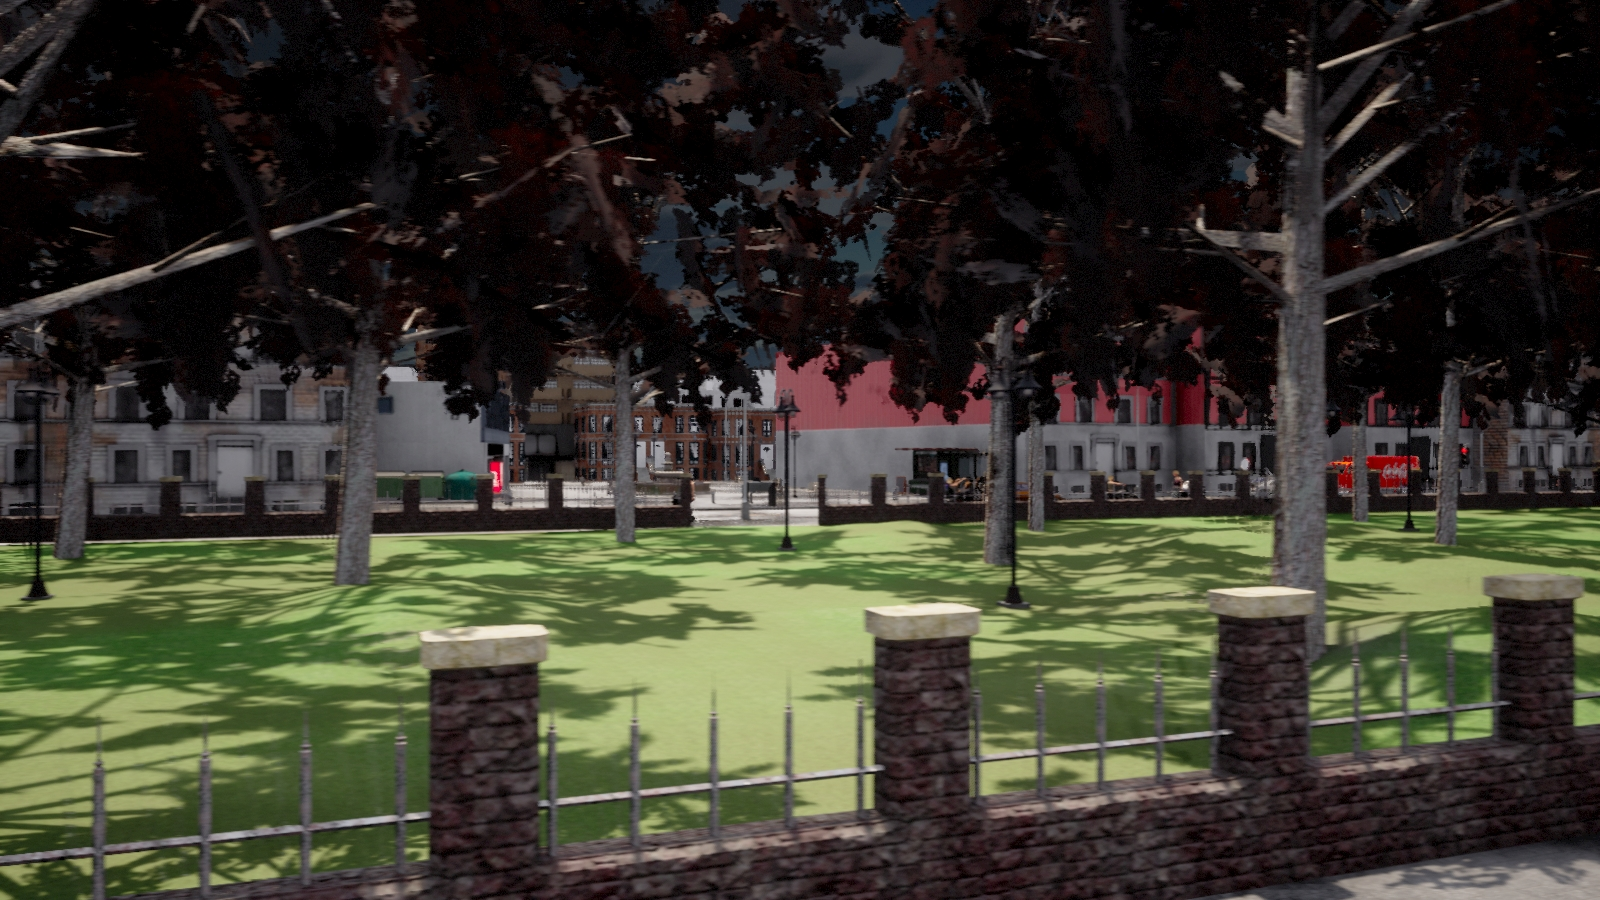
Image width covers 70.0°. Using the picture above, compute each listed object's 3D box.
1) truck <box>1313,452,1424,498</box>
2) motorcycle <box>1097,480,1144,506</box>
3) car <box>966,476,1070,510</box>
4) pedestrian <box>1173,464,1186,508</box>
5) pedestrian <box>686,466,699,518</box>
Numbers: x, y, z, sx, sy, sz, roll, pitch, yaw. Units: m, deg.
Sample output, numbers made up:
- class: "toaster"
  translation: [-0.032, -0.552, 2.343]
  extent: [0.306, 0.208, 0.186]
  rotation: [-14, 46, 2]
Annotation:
- class: "truck"
  translation: [31.603, 1.345, 63.533]
  extent: [5.204, 2.467, 2.627]
  rotation: [0, 0, -20]
- class: "motorcycle"
  translation: [14.941, 1.991, 53.233]
  extent: [2.033, 1.145, 0.803]
  rotation: [0, 0, -20]
- class: "car"
  translation: [9.783, 1.909, 51.343]
  extent: [4.181, 1.385, 1.994]
  rotation: [-1, 0, -20]
- class: "pedestrian"
  translation: [16.105, 1.523, 48.528]
  extent: [0.375, 1.860, 0.375]
  rotation: [0, 0, -19]
- class: "pedestrian"
  translation: [-3.914, 1.522, 41.553]
  extent: [0.375, 1.860, 0.375]
  rotation: [0, 0, -17]
